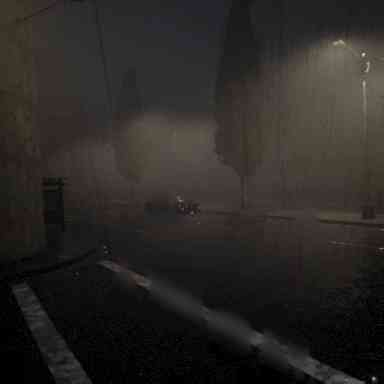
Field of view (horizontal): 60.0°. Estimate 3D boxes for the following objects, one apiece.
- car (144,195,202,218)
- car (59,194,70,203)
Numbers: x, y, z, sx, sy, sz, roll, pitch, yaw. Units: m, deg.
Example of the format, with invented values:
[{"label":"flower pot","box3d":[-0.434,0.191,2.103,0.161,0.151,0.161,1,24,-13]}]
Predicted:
[{"label":"car","box3d":[-1.565,0.969,23.922,2.033,1.411,5.357,-4,2,-36]},{"label":"car","box3d":[-19.504,0.925,48.551,2.033,1.411,5.357,-4,2,-35]}]
